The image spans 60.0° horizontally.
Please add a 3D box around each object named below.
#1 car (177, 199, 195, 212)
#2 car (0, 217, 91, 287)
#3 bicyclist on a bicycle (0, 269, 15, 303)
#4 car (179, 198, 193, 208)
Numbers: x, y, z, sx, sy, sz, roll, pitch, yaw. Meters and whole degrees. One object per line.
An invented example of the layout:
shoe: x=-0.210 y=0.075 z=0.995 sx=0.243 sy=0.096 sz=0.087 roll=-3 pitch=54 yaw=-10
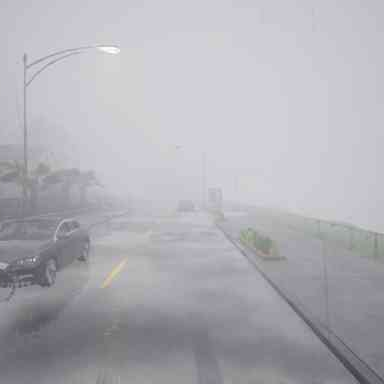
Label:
car: x=-0.669 y=1.564 z=38.092 sx=1.994 sy=1.385 sz=4.181 roll=0 pitch=0 yaw=-1
car: x=-4.277 y=1.491 z=9.349 sx=2.128 sy=1.511 sz=4.902 roll=0 pitch=0 yaw=-2
bicyclist on a bicycle: x=-4.404 y=1.455 z=6.696 sx=1.656 sy=1.620 sz=0.582 roll=-2 pitch=0 yaw=-1
car: x=-0.867 y=1.601 z=48.035 sx=1.895 sy=1.301 sz=4.718 roll=0 pitch=0 yaw=-1
